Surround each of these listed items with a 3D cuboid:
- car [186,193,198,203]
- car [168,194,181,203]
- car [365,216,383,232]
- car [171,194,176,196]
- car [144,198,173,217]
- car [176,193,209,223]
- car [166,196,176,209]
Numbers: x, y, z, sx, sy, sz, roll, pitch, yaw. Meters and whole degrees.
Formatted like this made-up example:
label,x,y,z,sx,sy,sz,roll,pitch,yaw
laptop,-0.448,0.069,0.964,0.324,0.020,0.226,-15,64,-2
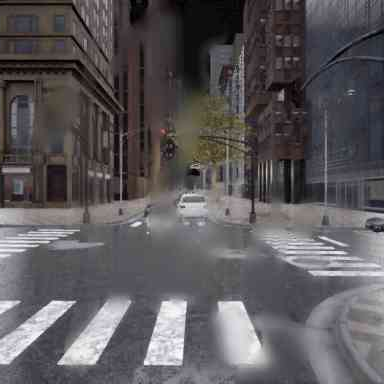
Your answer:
label,x,y,z,sx,sy,sz,roll,pitch,yaw
car,0.022,1.044,60.775,2.097,1.767,4.553,0,1,0
car,-3.119,1.192,59.811,2.128,1.511,4.902,0,1,1
car,11.907,1.632,18.342,4.403,1.369,2.008,0,0,0
car,-3.153,1.393,49.415,1.895,1.301,4.718,0,0,0
car,-3.134,1.490,30.286,1.994,1.385,4.181,0,0,0
car,0.063,1.177,25.010,2.150,2.045,5.566,0,0,-2
car,-3.144,1.470,39.078,1.895,1.301,4.718,0,0,0
